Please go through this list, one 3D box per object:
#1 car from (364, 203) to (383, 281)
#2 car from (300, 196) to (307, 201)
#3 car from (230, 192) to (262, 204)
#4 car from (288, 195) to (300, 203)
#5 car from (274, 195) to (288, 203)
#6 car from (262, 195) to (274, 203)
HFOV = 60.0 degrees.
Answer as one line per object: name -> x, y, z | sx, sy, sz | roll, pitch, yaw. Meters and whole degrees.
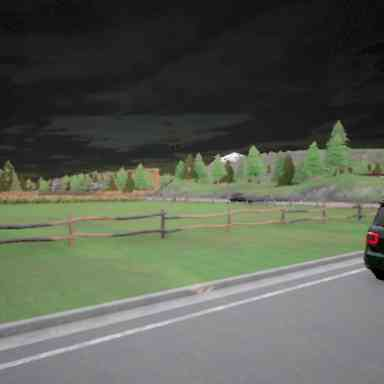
car -> 6.612, 1.191, 8.462 | 5.566, 2.045, 2.150 | -1, 0, -36
car -> 21.353, 1.368, 68.173 | 1.994, 1.385, 4.181 | 0, 0, -36
car -> 9.415, 1.081, 60.716 | 2.150, 2.045, 5.566 | 0, 0, -36
car -> 18.508, 1.351, 66.134 | 1.812, 1.442, 4.674 | 0, 0, -36
car -> 15.445, 1.339, 64.376 | 1.837, 1.490, 4.892 | 0, 0, -36
car -> 12.432, 1.449, 62.552 | 1.895, 1.301, 4.718 | 0, 0, -36
